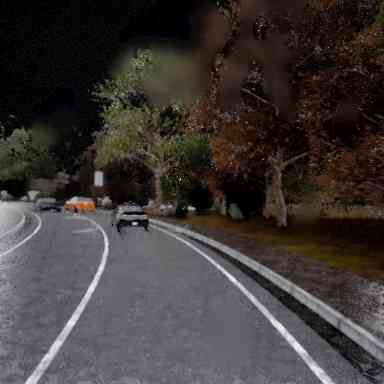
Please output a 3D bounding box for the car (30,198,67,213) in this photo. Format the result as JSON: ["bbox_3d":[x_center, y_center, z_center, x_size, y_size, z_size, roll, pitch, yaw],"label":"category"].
[{"bbox_3d":[-14.522,1.284,33.292,2.033,1.411,5.357,3,-1,-34],"label":"car"}]

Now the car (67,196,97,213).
[{"bbox_3d":[-12.186,1.253,35.995,2.097,1.767,4.553,4,-1,-35],"label":"car"}]

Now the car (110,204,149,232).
[{"bbox_3d":[-3.932,1.512,20.558,2.128,1.511,4.902,2,0,-19],"label":"car"}]
